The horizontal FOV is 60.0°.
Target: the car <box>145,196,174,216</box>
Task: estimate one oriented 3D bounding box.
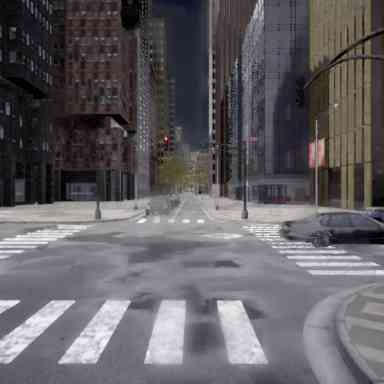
[{"bbox_3d":[-3.202,1.341,32.094,2.097,1.767,4.553,0,0,0],"label":"car"}]

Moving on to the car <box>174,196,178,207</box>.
[{"bbox_3d":[-3.226,1.476,42.145,2.128,1.511,4.902,0,0,0],"label":"car"}]

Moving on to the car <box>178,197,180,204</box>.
[{"bbox_3d":[-3.207,1.487,52.331,1.837,1.490,4.892,0,0,0],"label":"car"}]

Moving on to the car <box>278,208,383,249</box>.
[{"bbox_3d":[6.421,1.550,13.933,5.357,1.411,2.033,0,0,0],"label":"car"}]

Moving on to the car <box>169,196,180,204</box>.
[{"bbox_3d":[-3.257,1.457,62.708,1.882,1.535,5.008,0,0,0],"label":"car"}]
